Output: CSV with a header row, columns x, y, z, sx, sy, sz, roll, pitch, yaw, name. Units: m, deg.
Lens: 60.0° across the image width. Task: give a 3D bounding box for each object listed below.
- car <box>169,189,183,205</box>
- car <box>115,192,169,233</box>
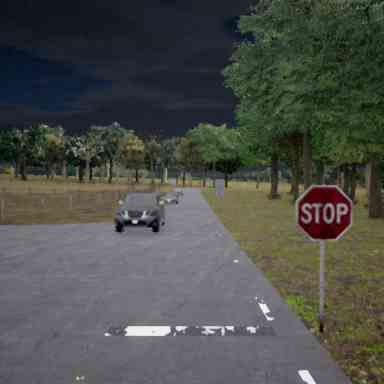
x,y,z,sx,sy,sz,roll,pitch,yaw,name
-2.655,0.755,41.489,2.128,1.511,4.902,0,2,0,car
-2.701,1.042,18.519,2.150,2.045,5.566,1,0,0,car
